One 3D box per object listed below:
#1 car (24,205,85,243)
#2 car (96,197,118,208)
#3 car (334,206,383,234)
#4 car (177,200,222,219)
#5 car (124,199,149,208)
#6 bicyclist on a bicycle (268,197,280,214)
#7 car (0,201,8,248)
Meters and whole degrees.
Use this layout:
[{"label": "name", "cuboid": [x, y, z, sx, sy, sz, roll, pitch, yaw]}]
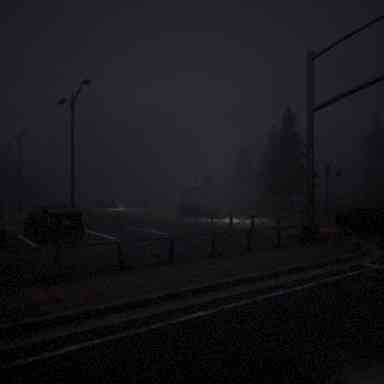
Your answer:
[{"label": "car", "cuboid": [-6.383, 1.340, 15.298, 2.007, 1.523, 4.514, 0, 0, -36]}, {"label": "car", "cuboid": [-12.041, 1.511, 46.891, 1.837, 1.490, 4.892, 0, 0, -36]}, {"label": "car", "cuboid": [9.837, 1.506, 17.065, 1.837, 1.490, 4.892, 0, 0, -36]}, {"label": "car", "cuboid": [0.571, 1.477, 29.633, 1.882, 1.535, 5.008, 0, 0, -36]}, {"label": "car", "cuboid": [-7.968, 1.601, 47.316, 1.895, 1.301, 4.718, 0, 0, -36]}, {"label": "bicyclist on a bicycle", "cuboid": [7.949, 1.301, 32.232, 1.656, 1.620, 0.582, 0, 0, -36]}, {"label": "car", "cuboid": [-8.895, 1.331, 13.418, 2.152, 1.636, 5.027, 0, 0, -36]}]
